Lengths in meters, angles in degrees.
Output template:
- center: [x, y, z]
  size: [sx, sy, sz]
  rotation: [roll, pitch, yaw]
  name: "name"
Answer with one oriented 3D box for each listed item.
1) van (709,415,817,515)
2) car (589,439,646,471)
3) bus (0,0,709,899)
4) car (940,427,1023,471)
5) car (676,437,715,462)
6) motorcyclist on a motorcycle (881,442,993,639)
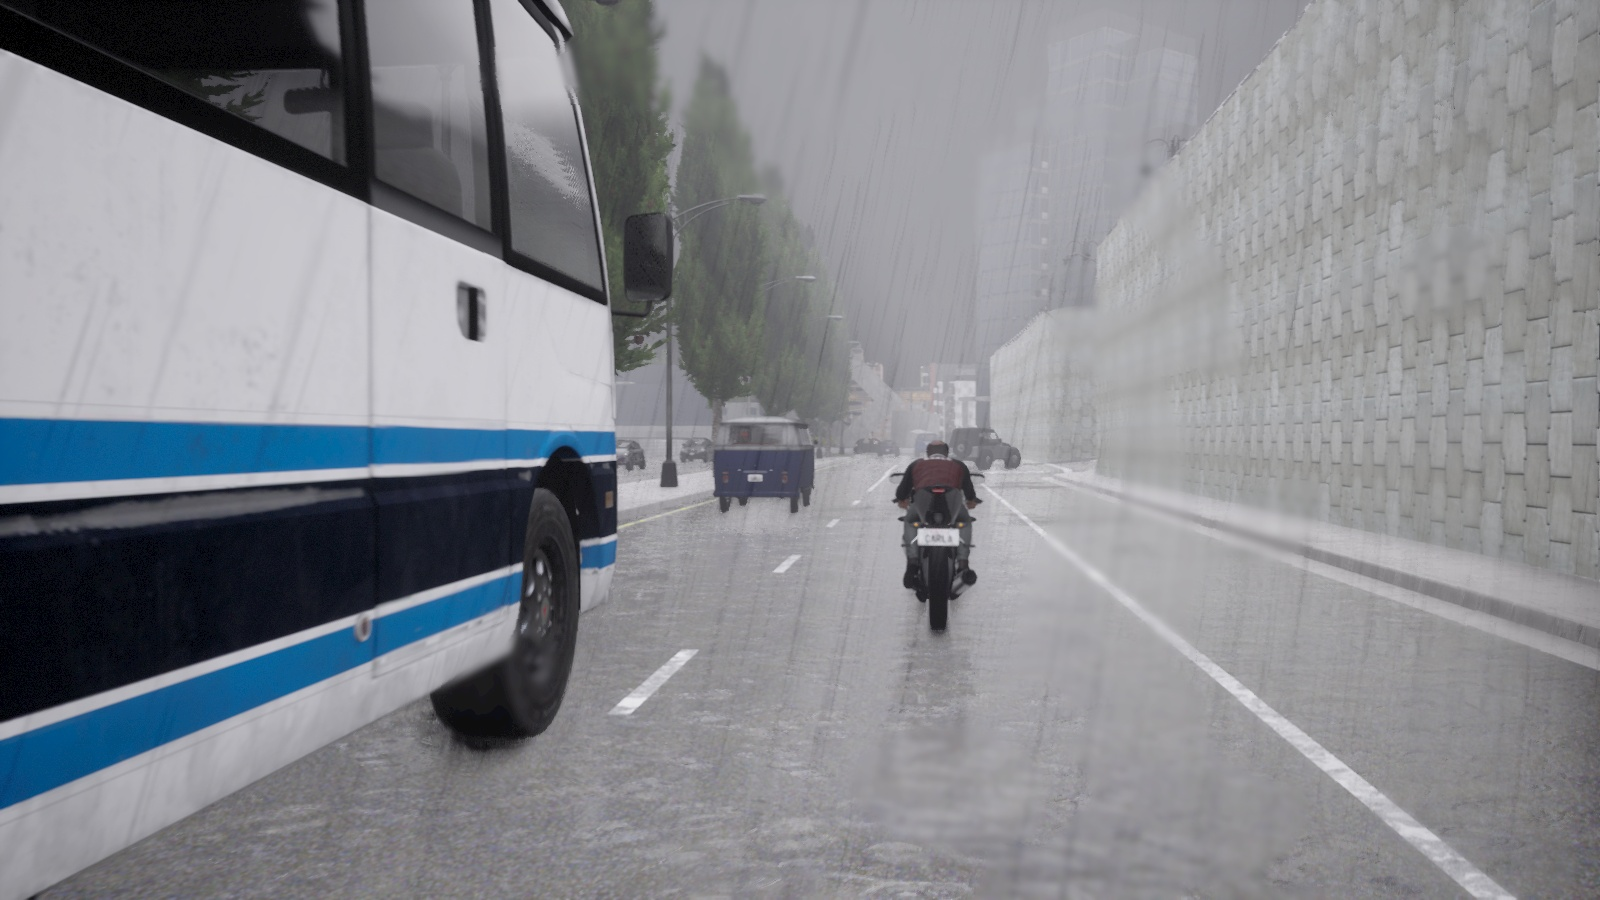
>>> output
- center: [-0.714, 0.273, 27.163]
  size: [1.775, 1.987, 4.442]
  rotation: [0, 0, 6]
  name: "van"
- center: [-8.860, 0.227, 61.330]
  size: [1.816, 1.474, 4.193]
  rotation: [0, 0, 6]
  name: "car"
- center: [-3.072, -0.662, 3.504]
  size: [3.944, 4.253, 10.273]
  rotation: [0, 0, 6]
  name: "bus"
- center: [8.170, -0.057, 56.295]
  size: [1.905, 1.878, 3.866]
  rotation: [-1, 0, 40]
  name: "car"
- center: [-6.791, -0.058, 82.044]
  size: [1.851, 1.617, 3.988]
  rotation: [0, 0, 6]
  name: "car"
- center: [1.179, 0.697, 10.896]
  size: [0.866, 1.530, 2.191]
  rotation: [0, 0, 6]
  name: "motorcyclist on a motorcycle"
